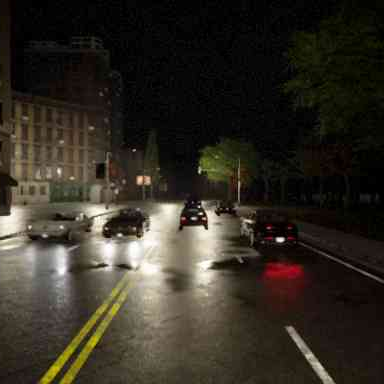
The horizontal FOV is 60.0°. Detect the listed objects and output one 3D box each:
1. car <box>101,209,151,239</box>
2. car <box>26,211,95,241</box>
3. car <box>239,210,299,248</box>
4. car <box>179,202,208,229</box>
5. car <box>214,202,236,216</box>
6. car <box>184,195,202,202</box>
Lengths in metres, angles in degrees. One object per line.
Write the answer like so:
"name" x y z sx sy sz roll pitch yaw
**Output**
"car" -3.354 1.620 18.096 2.033 1.411 5.357 0 0 0
"car" -6.603 1.670 17.167 1.895 1.301 4.718 0 0 0
"car" 3.347 1.566 15.040 1.837 1.490 4.892 0 0 0
"car" 0.096 1.635 22.059 2.033 1.411 5.357 0 0 0
"car" 3.346 1.679 34.014 2.033 1.411 5.357 0 0 0
"car" 0.095 1.384 42.894 2.150 2.045 5.566 0 0 0
